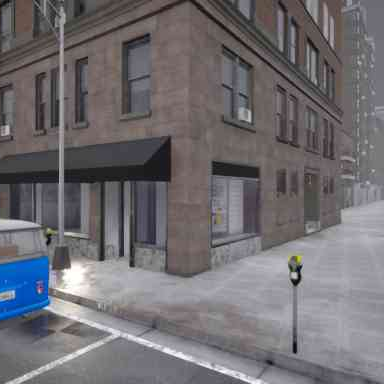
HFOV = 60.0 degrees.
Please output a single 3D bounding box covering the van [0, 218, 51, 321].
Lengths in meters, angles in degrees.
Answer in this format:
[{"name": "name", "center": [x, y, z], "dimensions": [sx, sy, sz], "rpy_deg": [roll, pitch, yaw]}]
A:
[{"name": "van", "center": [-4.328, 1.340, 6.108], "dimensions": [3.998, 1.788, 1.690], "rpy_deg": [0, 0, 35]}]
